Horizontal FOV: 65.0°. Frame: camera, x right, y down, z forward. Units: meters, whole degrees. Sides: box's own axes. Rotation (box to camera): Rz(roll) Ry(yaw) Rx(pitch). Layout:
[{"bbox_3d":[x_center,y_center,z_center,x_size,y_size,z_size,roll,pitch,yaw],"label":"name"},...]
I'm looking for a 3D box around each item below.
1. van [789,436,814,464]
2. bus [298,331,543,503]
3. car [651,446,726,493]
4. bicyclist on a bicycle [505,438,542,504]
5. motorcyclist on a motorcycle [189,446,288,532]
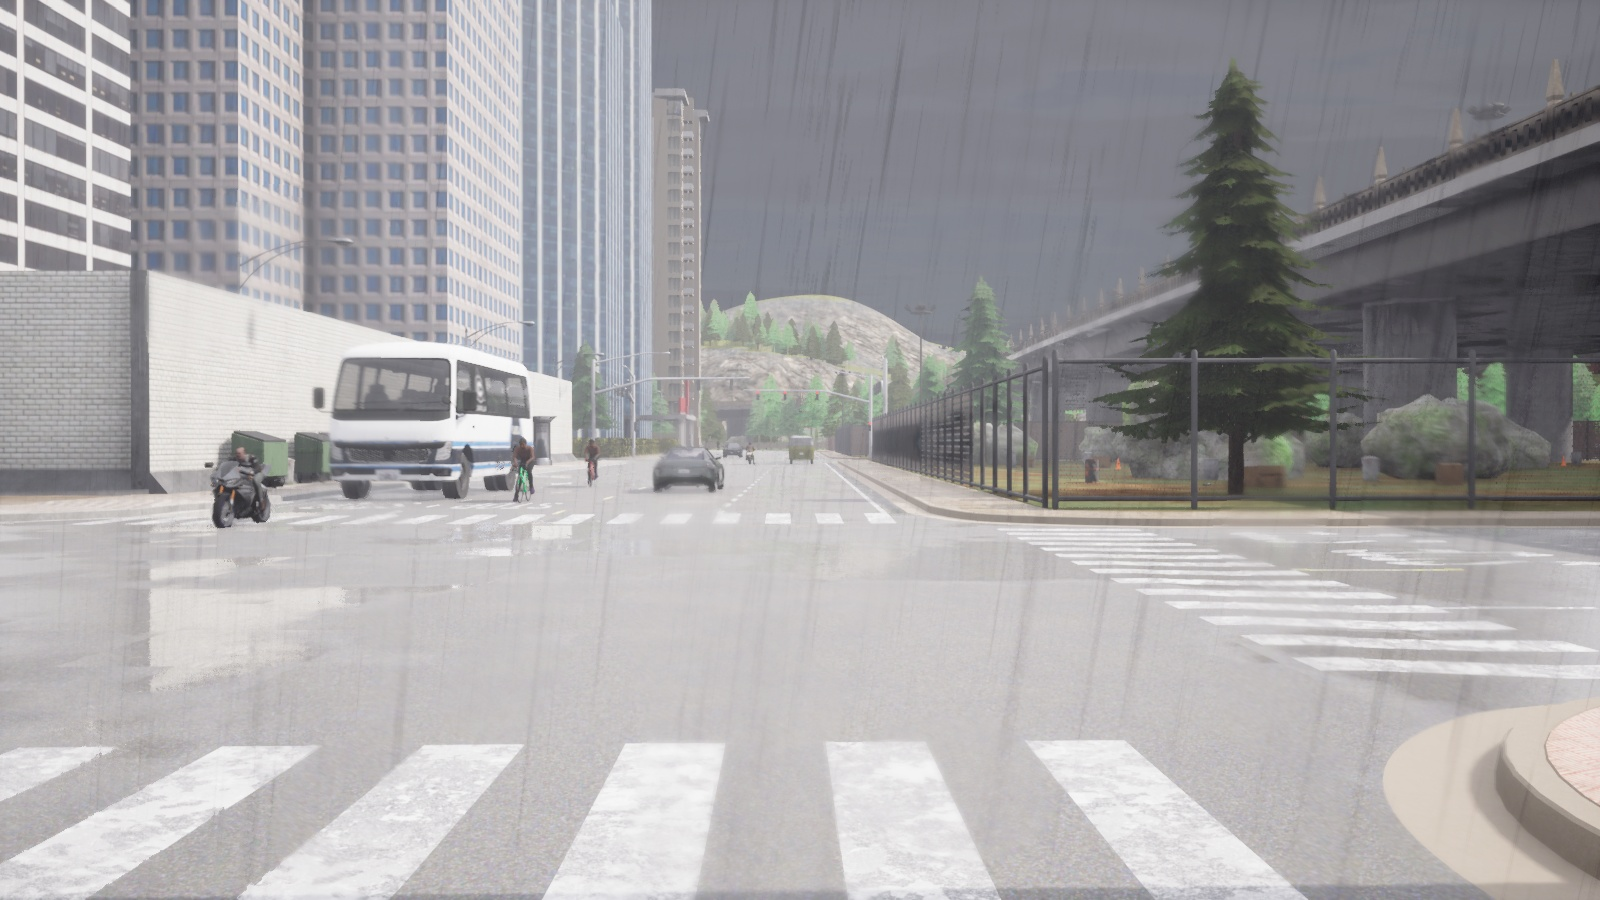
[{"bbox_3d":[0.106,-0.005,89.002,1.775,1.987,4.442,0,0,0],"label":"van"},{"bbox_3d":[-10.446,-0.844,36.240,3.944,4.253,10.273,0,0,0],"label":"bus"},{"bbox_3d":[-3.443,0.584,39.413,1.994,1.385,4.181,0,0,0],"label":"car"},{"bbox_3d":[-6.952,0.514,31.641,0.582,1.620,1.656,0,1,0],"label":"bicyclist on a bicycle"},{"bbox_3d":[-10.461,0.693,23.476,0.866,1.530,2.191,0,0,0],"label":"motorcyclist on a motorcycle"}]
